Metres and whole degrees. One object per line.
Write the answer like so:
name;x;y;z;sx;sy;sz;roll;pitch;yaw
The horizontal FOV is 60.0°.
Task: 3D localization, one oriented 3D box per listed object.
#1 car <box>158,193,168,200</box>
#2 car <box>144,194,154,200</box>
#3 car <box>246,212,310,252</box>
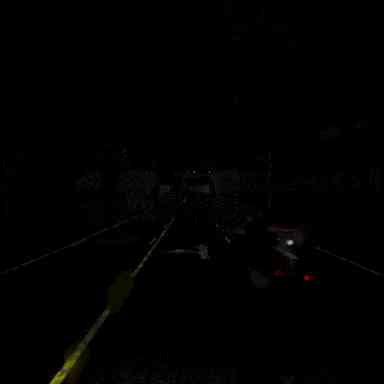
car;-6.965;1.019;81.157;2.097;1.767;4.553;0;1;0
car;-10.466;1.164;80.870;1.837;1.490;4.892;0;1;0
car;3.509;1.590;14.310;2.128;1.511;4.902;0;0;0
